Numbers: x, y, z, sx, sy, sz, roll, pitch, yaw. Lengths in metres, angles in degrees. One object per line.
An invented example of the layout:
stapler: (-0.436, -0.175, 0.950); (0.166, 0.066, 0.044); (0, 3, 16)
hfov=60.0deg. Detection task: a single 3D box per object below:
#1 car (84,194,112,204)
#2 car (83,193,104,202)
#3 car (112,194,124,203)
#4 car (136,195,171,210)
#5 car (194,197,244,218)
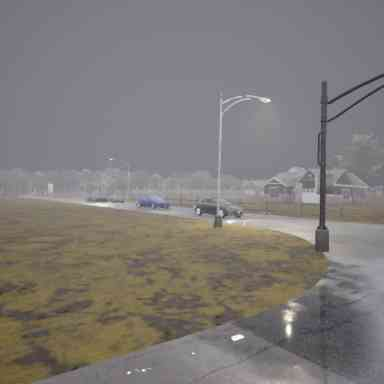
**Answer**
car: (-14.049, 1.045, 49.187); (1.895, 1.301, 4.718); (2, -1, -35)
car: (-18.192, 1.007, 61.146); (2.033, 1.411, 5.357); (2, -1, -35)
car: (-12.393, 1.087, 52.995); (1.994, 1.385, 4.181); (2, -1, -35)
car: (-4.124, 1.076, 35.169); (1.882, 1.535, 5.008); (2, 0, -36)
car: (2.062, 1.226, 26.476); (1.837, 1.490, 4.892); (2, 0, -35)
